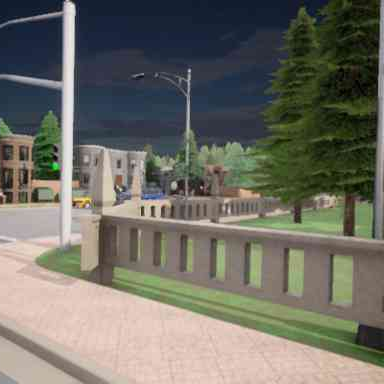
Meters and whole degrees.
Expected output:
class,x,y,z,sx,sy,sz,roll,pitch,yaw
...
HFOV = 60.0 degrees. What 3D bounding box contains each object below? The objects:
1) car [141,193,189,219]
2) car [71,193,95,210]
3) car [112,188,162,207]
class,x,y,z,sx,sy,sz,roll,pitch,yaw
car,-1.072,1.082,24.034,1.882,1.535,5.008,2,1,36
car,-9.019,0.780,31.116,1.882,1.535,5.008,2,1,36
car,-4.919,0.621,30.809,2.150,2.045,5.566,2,1,36
